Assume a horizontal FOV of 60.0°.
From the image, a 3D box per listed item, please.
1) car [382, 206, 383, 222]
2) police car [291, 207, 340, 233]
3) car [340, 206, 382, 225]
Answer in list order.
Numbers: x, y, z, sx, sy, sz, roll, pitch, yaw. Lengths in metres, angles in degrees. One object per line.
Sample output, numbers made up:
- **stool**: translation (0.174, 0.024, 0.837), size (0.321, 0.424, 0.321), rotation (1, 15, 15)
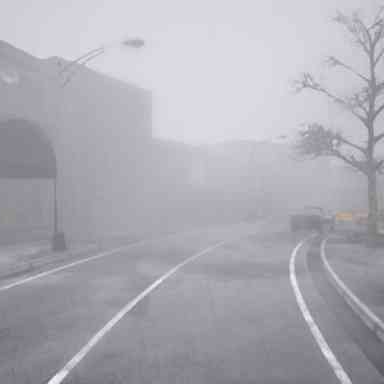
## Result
- **car**: translation (19.255, 2.222, 33.361), size (4.892, 1.490, 1.837), rotation (1, -1, -33)
- **police car**: translation (8.551, 1.859, 23.196), size (1.930, 1.638, 5.238), rotation (0, -1, 36)
- **car**: translation (14.919, 2.067, 30.118), size (5.366, 1.575, 1.801), rotation (1, -1, -41)
